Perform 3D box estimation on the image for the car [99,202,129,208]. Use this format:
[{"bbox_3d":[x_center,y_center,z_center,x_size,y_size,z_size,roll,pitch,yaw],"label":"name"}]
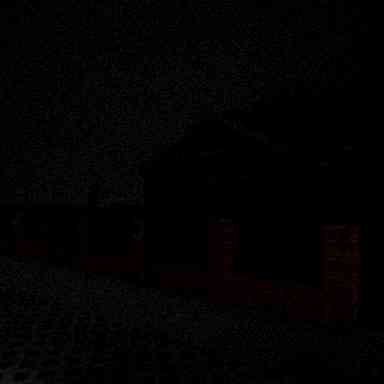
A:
[{"bbox_3d":[-7.057,1.608,27.643,2.097,1.767,4.553,-1,-1,35],"label":"car"}]
